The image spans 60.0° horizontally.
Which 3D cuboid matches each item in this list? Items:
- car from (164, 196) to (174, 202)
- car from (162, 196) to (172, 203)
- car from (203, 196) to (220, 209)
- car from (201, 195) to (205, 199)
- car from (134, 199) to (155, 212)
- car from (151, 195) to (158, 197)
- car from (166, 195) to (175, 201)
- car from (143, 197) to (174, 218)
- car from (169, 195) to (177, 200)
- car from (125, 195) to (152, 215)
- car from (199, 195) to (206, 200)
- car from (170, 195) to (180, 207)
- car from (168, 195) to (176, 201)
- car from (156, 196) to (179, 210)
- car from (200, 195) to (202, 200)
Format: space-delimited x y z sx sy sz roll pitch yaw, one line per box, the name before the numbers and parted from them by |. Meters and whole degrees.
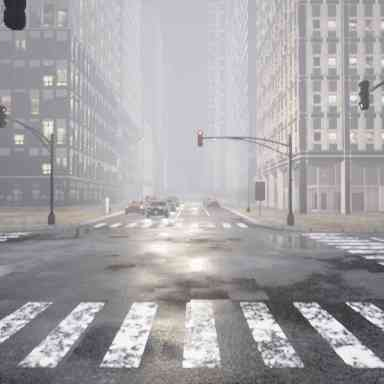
car | -5.379 1.559 78.365 2.008 1.369 4.403 1 0 0
car | -5.400 1.552 72.790 1.887 1.381 4.507 1 0 0
car | 2.874 1.586 44.944 1.802 1.307 4.206 1 0 0
car | 2.919 1.531 56.270 1.752 1.417 4.829 1 0 0
car | -5.528 1.585 39.339 1.802 1.307 4.206 1 0 0
car | -5.501 1.319 44.914 2.192 1.841 5.009 1 0 0
car | -5.358 1.554 83.940 1.887 1.381 4.507 1 0 0
car | -2.984 1.507 30.302 1.837 1.490 4.892 0 0 0
car | -5.316 1.577 95.090 1.947 1.339 4.313 1 0 0
car | -5.546 1.443 33.764 1.967 1.590 4.097 1 0 0
car | 3.065 1.556 95.140 1.887 1.381 4.507 1 0 0
car | -2.904 1.357 49.826 2.097 1.767 4.553 0 0 0
car | -5.336 1.561 89.515 2.008 1.369 4.403 1 0 0
car | -2.948 1.508 39.751 1.837 1.490 4.892 0 0 0
car | 2.938 1.572 61.677 1.947 1.339 4.313 1 0 0
